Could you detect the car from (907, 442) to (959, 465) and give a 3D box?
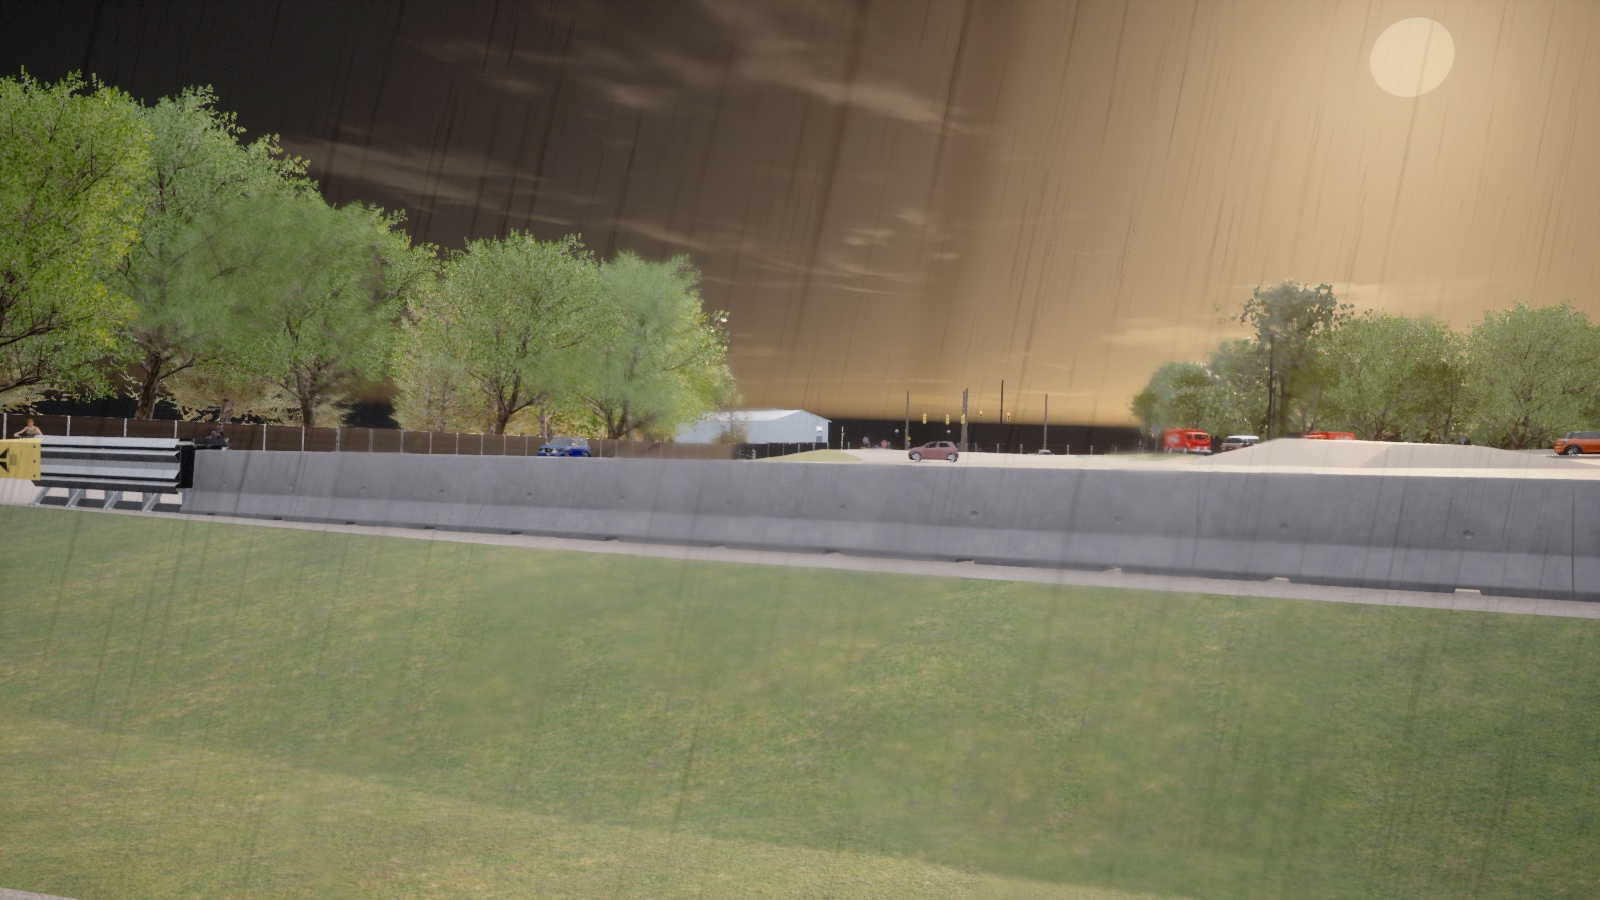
[{"bbox_3d":[9.536,0.229,90.022,3.633,1.501,1.845,2,-2,9],"label":"car"}]

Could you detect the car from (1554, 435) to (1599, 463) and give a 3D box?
[{"bbox_3d":[51.710,-0.048,81.341,4.553,1.767,2.097,0,1,15],"label":"car"}]

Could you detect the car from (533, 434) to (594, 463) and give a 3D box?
[{"bbox_3d":[-17.786,-0.095,94.807,2.150,2.045,5.566,3,0,16],"label":"car"}]
